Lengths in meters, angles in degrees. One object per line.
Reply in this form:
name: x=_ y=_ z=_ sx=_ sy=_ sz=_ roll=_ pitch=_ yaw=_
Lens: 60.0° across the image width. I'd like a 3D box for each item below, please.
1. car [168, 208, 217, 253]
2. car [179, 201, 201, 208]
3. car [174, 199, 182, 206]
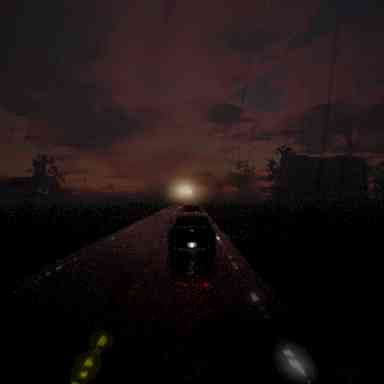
car: x=0.007 y=1.647 z=14.292 sx=1.837 sy=1.490 sz=4.892 roll=0 pitch=0 yaw=0
car: x=0.010 y=1.803 z=29.308 sx=1.837 sy=1.490 sz=4.892 roll=0 pitch=0 yaw=0
car: x=-2.740 y=2.298 z=71.782 sx=1.994 sy=1.385 sz=4.181 roll=0 pitch=-1 yaw=0
